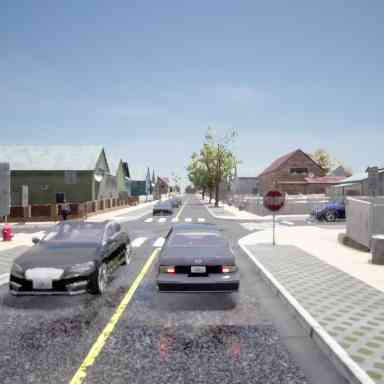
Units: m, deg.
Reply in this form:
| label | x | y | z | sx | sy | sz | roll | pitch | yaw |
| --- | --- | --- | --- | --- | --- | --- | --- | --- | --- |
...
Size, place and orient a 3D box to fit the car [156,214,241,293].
| label | x | y | z | sx | sy | sz | roll | pitch | yaw |
| --- | --- | --- | --- | --- | --- | --- | --- | --- | --- |
| car | 0.080 | 1.550 | 8.972 | 2.033 | 1.411 | 5.357 | 0 | 0 | -1 |

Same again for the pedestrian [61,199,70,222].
| label | x | y | z | sx | sy | sz | roll | pitch | yaw |
| --- | --- | --- | --- | --- | --- | --- | --- | --- | --- |
| pedestrian | -9.673 | 1.462 | 25.301 | 0.375 | 1.860 | 0.375 | 0 | 0 | 0 |

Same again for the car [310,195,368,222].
| label | x | y | z | sx | sy | sz | roll | pitch | yaw |
| --- | --- | --- | --- | --- | --- | --- | --- | --- | --- |
| car | 10.406 | 1.067 | 22.568 | 4.553 | 1.767 | 2.097 | -2 | -1 | 2 |

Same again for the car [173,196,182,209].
| label | x | y | z | sx | sy | sz | roll | pitch | yaw |
| --- | --- | --- | --- | --- | --- | --- | --- | --- | --- |
| car | -2.812 | 1.562 | 45.237 | 1.994 | 1.385 | 4.181 | 0 | 0 | 0 |

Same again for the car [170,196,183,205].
| label | x | y | z | sx | sy | sz | roll | pitch | yaw |
| --- | --- | --- | --- | --- | --- | --- | --- | --- | --- |
| car | -2.780 | 1.487 | 59.622 | 2.128 | 1.511 | 4.902 | 0 | 0 | 0 |

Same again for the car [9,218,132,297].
| label | x | y | z | sx | sy | sz | roll | pitch | yaw |
| --- | --- | --- | --- | --- | --- | --- | --- | --- | --- |
| car | -2.844 | 1.494 | 8.773 | 2.128 | 1.511 | 4.902 | 0 | 0 | 0 |

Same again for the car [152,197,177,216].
| label | x | y | z | sx | sy | sz | roll | pitch | yaw |
| --- | --- | --- | --- | --- | --- | --- | --- | --- | --- |
| car | -2.801 | 1.549 | 32.935 | 2.033 | 1.411 | 5.357 | 0 | 0 | -1 |
